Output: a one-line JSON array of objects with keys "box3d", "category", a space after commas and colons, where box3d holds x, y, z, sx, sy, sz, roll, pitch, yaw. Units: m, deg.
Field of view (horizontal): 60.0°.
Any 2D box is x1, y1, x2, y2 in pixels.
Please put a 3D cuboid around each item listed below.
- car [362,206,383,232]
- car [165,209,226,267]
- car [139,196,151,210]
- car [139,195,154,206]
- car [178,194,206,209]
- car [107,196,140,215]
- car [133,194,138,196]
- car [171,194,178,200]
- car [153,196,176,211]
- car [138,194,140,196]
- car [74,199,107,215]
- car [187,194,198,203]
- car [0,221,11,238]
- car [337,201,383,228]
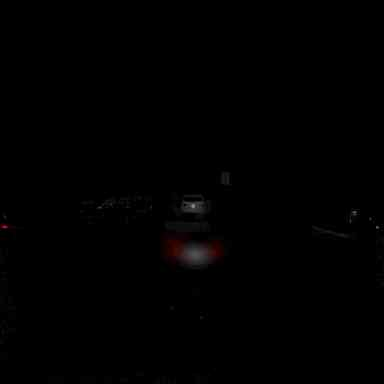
[{"box3d": [12.360, 1.628, 18.396, 4.718, 1.301, 1.895, 0, 0, -3], "category": "car"}, {"box3d": [0.103, 1.543, 11.386, 1.812, 1.442, 4.674, 0, 0, 0], "category": "car"}, {"box3d": [-7.015, 1.624, 43.944, 1.994, 1.385, 4.181, 0, 0, 1], "category": "car"}, {"box3d": [-6.987, 1.489, 54.410, 1.882, 1.535, 5.008, 0, 0, 0], "category": "car"}, {"box3d": [0.108, 1.268, 31.023, 2.150, 2.045, 5.566, 0, 0, 0], "category": "car"}, {"box3d": [-7.071, 1.530, 34.957, 1.882, 1.535, 5.008, 0, 0, 0], "category": "car"}, {"box3d": [-10.487, 1.498, 53.303, 1.882, 1.535, 5.008, 0, 0, 0], "category": "car"}, {"box3d": [-3.903, 1.242, 75.198, 2.033, 1.411, 5.357, 0, 1, -8], "category": "car"}, {"box3d": [-3.389, 1.586, 41.638, 1.812, 1.442, 4.674, 0, 0, 0], "category": "car"}, {"box3d": [-10.497, 1.261, 63.494, 2.097, 1.767, 4.553, 0, 1, 0], "category": "car"}, {"box3d": [-10.575, 1.577, 34.330, 1.812, 1.442, 4.674, 0, 0, 0], "category": "car"}, {"box3d": [0.000, 1.237, 65.113, 2.097, 1.767, 4.553, 0, 1, 0], "category": "car"}, {"box3d": [-10.509, 1.570, 14.973, 5.357, 1.411, 2.033, 0, 0, 28], "category": "car"}, {"box3d": [12.015, 1.385, 21.883, 4.553, 1.767, 2.097, 0, 0, -3], "category": "car"}]
